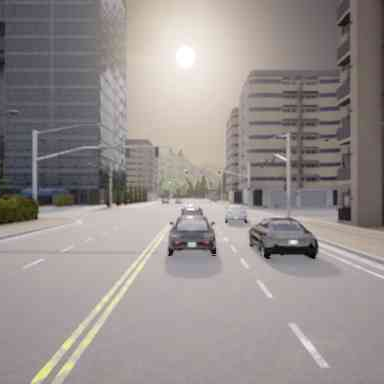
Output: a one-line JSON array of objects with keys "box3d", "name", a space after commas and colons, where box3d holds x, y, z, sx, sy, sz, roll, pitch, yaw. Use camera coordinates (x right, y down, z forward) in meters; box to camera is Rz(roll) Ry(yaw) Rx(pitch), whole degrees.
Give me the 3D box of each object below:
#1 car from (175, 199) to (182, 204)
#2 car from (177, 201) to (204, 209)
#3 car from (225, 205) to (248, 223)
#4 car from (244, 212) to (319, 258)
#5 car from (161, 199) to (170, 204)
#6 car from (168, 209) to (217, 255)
[{"box3d": [-3.523, 2.504, 87.719, 2.033, 1.411, 5.357, 0, -1, 0], "name": "car"}, {"box3d": [0.015, 1.807, 28.499, 2.128, 1.511, 4.902, 0, 0, 0], "name": "car"}, {"box3d": [3.892, 1.844, 28.841, 1.812, 1.442, 4.674, 0, 0, 9], "name": "car"}, {"box3d": [3.512, 1.714, 13.460, 1.994, 1.385, 4.181, 0, -1, 1], "name": "car"}, {"box3d": [-7.023, 2.488, 87.718, 1.812, 1.442, 4.674, 0, -1, 0], "name": "car"}, {"box3d": [0.017, 1.679, 13.879, 1.812, 1.442, 4.674, 0, 0, 0], "name": "car"}]
